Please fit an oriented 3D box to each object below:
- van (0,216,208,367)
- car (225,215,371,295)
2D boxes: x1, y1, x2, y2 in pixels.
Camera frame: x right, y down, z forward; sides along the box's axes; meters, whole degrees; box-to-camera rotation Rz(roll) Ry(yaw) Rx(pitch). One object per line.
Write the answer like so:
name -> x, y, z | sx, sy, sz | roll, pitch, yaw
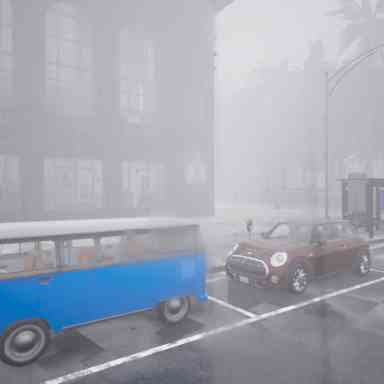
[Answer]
van -> -1.631, 1.341, 5.486 | 3.998, 1.788, 1.690 | 0, 0, -35
car -> 2.792, 1.439, 8.629 | 4.097, 1.590, 1.967 | 0, 0, -35
